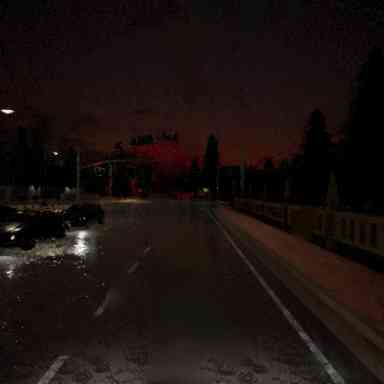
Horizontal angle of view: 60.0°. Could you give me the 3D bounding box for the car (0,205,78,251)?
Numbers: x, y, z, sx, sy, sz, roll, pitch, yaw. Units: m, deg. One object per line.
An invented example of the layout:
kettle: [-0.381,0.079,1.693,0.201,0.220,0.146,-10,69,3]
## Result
car: [-6.975,1.506,14.266,2.033,1.411,5.357,0,0,1]

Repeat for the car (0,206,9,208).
car: [-10.525,1.464,17.548,1.812,1.442,4.674,0,0,0]

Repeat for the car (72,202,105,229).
car: [-6.999,1.462,21.423,1.837,1.490,4.892,0,0,1]
